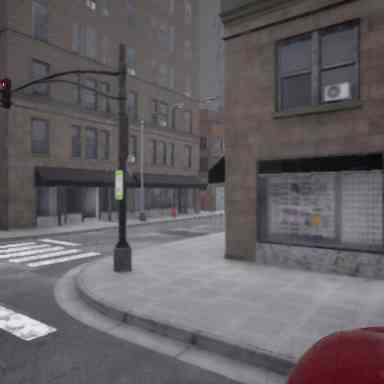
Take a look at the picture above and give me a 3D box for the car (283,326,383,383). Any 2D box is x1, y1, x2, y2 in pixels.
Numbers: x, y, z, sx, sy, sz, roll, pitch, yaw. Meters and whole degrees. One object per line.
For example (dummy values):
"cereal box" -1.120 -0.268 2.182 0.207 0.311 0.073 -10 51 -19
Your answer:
"car" 2.663 1.315 0.910 5.009 1.841 2.192 0 0 36
